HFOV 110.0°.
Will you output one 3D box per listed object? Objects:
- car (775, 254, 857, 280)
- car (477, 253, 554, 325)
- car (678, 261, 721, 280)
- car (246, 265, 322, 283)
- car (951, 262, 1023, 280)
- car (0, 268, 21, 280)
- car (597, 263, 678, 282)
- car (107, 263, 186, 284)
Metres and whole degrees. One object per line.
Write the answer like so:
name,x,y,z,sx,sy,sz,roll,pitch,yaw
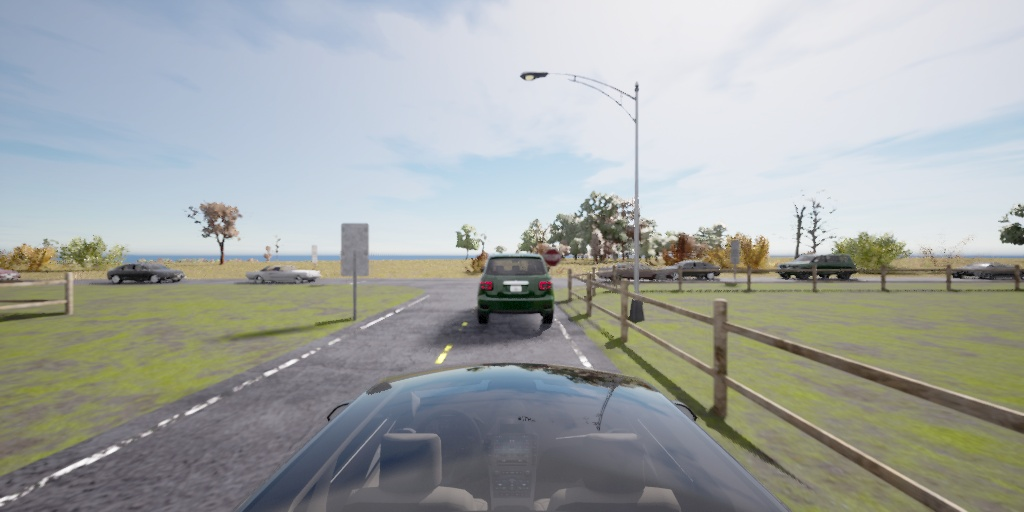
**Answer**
car,25.023,0.877,29.616,5.566,2.045,2.150,0,0,0
car,0.104,0.956,11.927,2.150,2.045,5.566,0,0,0
car,14.561,1.183,29.702,4.892,1.490,1.837,0,0,0
car,-17.091,1.364,27.009,4.718,1.301,1.895,0,0,0
car,38.949,1.205,29.479,4.181,1.385,1.994,0,0,1
car,-40.444,1.357,27.220,4.674,1.442,1.812,0,0,0
car,9.271,1.242,27.188,5.357,1.411,2.033,0,0,0
car,-27.554,1.297,27.097,4.892,1.490,1.837,0,0,1
